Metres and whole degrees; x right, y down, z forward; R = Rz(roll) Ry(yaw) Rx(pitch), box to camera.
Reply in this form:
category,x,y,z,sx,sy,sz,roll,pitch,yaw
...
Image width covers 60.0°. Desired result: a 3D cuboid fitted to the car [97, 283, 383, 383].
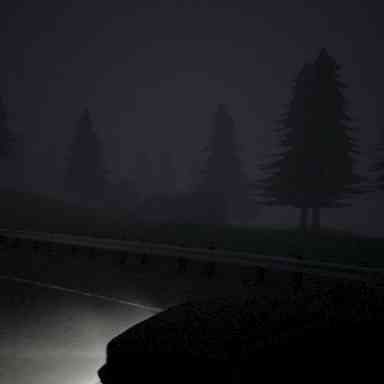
category,x,y,z,sx,sy,sz,roll,pitch,yaw
car,1.667,1.541,2.606,5.357,1.411,2.033,0,0,34
